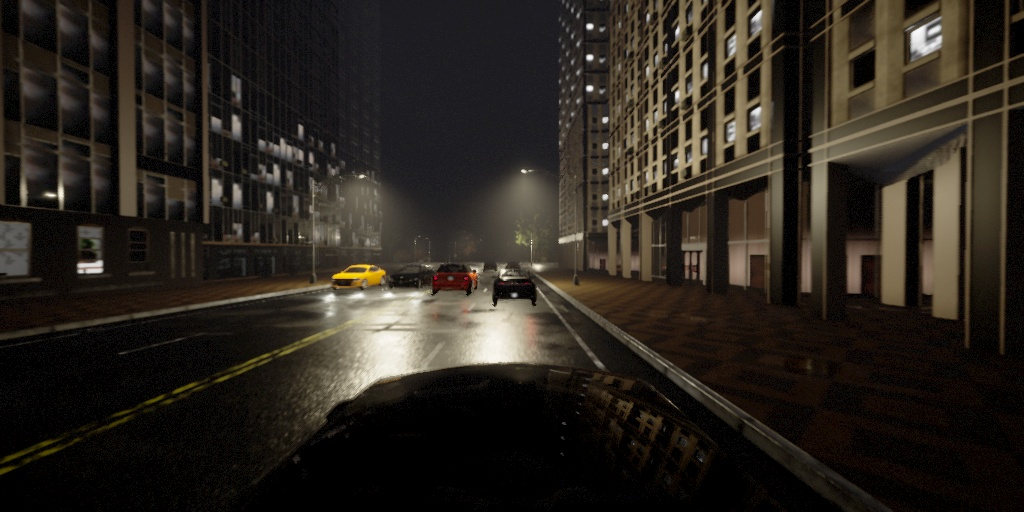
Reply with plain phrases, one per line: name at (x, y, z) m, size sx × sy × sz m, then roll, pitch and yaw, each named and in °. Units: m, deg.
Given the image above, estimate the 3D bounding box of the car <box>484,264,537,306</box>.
car at (0.096, 1.312, 16.343) m, size 2.128 × 1.511 × 4.902 m, roll 0°, pitch 0°, yaw 0°

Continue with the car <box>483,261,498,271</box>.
car at (-3.158, 1.457, 53.109) m, size 1.882 × 1.535 × 5.008 m, roll 0°, pitch -1°, yaw 0°

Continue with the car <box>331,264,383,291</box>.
car at (-9.849, 1.335, 23.382) m, size 1.882 × 1.535 × 5.008 m, roll 0°, pitch 0°, yaw 0°

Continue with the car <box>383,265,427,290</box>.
car at (-6.599, 1.335, 23.803) m, size 1.882 × 1.535 × 5.008 m, roll 0°, pitch 0°, yaw 0°

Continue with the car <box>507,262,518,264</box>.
car at (0.094, 1.446, 44.263) m, size 1.837 × 1.490 × 4.892 m, roll 0°, pitch 0°, yaw 0°

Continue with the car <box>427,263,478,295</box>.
car at (-3.153, 1.193, 20.542) m, size 2.097 × 1.767 × 4.553 m, roll 0°, pitch 0°, yaw 0°
